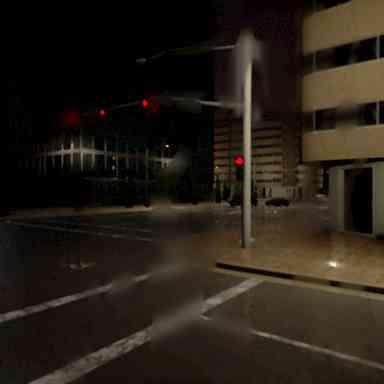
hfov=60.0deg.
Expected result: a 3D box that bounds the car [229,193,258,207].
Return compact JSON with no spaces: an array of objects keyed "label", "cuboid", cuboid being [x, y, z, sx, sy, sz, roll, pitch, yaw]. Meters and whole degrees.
[{"label":"car","cuboid":[7.517,1.144,47.899,2.150,2.045,5.566,0,0,37]}]

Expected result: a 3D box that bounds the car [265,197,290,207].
[{"label":"car","cuboid":[12.623,1.483,48.876,2.033,1.411,5.357,0,0,37]}]
